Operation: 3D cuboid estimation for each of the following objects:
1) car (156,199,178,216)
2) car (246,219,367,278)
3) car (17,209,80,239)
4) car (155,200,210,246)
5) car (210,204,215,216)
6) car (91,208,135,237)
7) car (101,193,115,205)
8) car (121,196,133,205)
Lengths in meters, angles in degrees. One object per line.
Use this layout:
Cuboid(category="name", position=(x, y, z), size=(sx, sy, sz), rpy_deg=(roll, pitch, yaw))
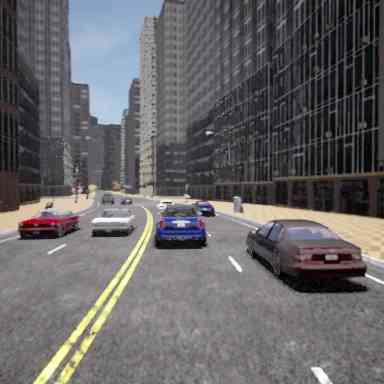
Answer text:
Cuboid(category="car", position=(-2.553, 1.495, 33.089), size=(1.812, 1.442, 4.674), rpy_deg=(0, 0, -9))
Cuboid(category="car", position=(3.043, 1.534, 10.072), size=(2.033, 1.411, 5.357), rpy_deg=(0, 0, -3))
Cuboid(category="car", position=(-7.454, 1.611, 17.733), size=(1.895, 1.301, 4.718), rpy_deg=(0, 0, -5))
Cuboid(category="car", position=(-0.579, 1.343, 15.448), size=(2.097, 1.767, 4.553), rpy_deg=(0, 0, -4))
Cuboid(category="car", position=(0.894, 1.521, 31.970), size=(1.994, 1.385, 4.181), rpy_deg=(0, 0, -8))
Cuboid(category="car", position=(-4.253, 1.600, 18.447), size=(1.895, 1.301, 4.718), rpy_deg=(0, 0, -5))
Cuboid(category="car", position=(-14.971, 1.191, 59.277), size=(2.150, 2.045, 5.566), rpy_deg=(0, 0, -15))
Cuboid(category="car", position=(-11.526, 1.441, 58.945), size=(2.128, 1.511, 4.902), rpy_deg=(0, 0, -15))
